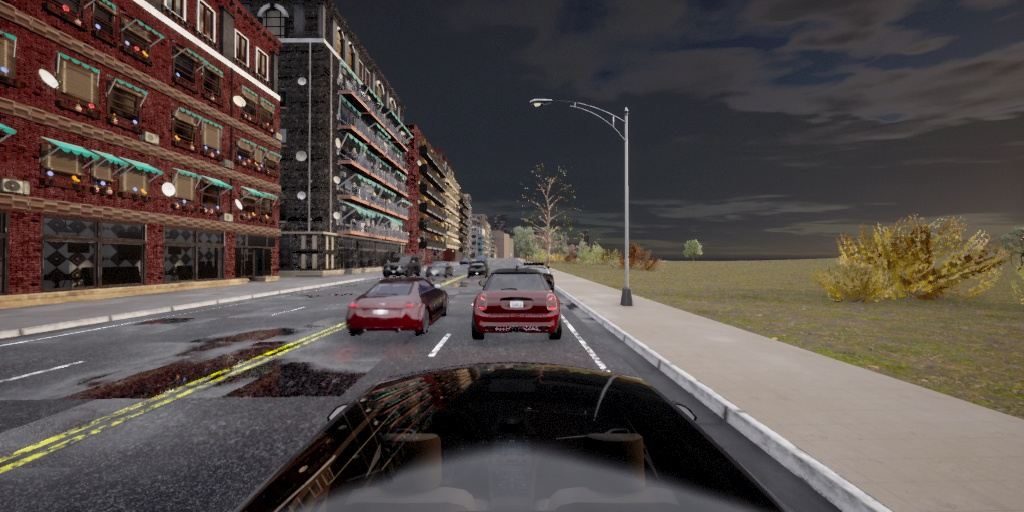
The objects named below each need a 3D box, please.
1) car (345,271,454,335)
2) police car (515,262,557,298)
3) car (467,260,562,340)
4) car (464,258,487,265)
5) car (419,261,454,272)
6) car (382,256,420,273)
[{"bbox_3d":[-3.133,1.315,10.563,1.994,1.385,4.181,0,0,0],"label":"car"},{"bbox_3d":[1.174,1.178,19.649,1.930,1.638,5.238,0,0,0],"label":"police car"},{"bbox_3d":[0.113,1.103,10.154,2.097,1.767,4.553,0,0,0],"label":"car"},{"bbox_3d":[-3.082,1.259,34.053,1.837,1.490,4.892,0,0,0],"label":"car"},{"bbox_3d":[-6.536,1.244,32.696,2.128,1.511,4.902,0,0,0],"label":"car"},{"bbox_3d":[-9.786,0.974,32.395,2.150,2.045,5.566,0,0,0],"label":"car"}]
